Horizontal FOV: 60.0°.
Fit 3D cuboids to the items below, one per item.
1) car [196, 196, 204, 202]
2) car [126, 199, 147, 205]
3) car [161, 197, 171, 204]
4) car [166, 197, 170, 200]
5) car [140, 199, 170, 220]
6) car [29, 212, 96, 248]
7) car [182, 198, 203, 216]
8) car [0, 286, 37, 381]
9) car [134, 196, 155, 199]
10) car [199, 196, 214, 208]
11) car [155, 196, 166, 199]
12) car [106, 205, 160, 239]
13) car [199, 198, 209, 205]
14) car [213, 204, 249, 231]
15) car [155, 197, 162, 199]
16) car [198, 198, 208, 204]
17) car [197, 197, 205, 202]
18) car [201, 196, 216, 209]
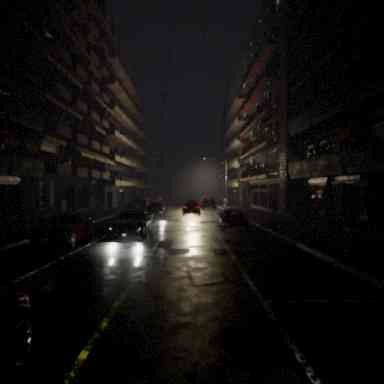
[{"bbox_3d":[2.251,1.997,94.649,2.008,1.369,4.403,-1,0,0],"label":"car"},{"bbox_3d":[-5.844,1.696,32.072,1.752,1.417,4.829,-1,0,0],"label":"car"},{"bbox_3d":[-6.051,1.947,77.559,1.947,1.339,4.313,-1,0,0],"label":"car"},{"bbox_3d":[-5.999,1.878,66.229,1.887,1.381,4.507,-1,0,0],"label":"car"},{"bbox_3d":[-3.231,1.666,30.307,1.837,1.490,4.892,0,-1,0],"label":"car"},{"bbox_3d":[-5.766,1.630,15.249,1.887,1.381,4.507,-1,0,0],"label":"car"},{"bbox_3d":[-0.047,1.708,35.198,1.812,1.442,4.674,0,0,0],"label":"car"},{"bbox_3d":[-3.106,1.582,2.866,1.994,1.385,4.181,0,0,0],"label":"car"},{"bbox_3d":[-5.874,1.515,37.908,2.192,1.841,5.009,-1,0,0],"label":"car"},{"bbox_3d":[2.395,1.591,54.999,2.192,1.841,5.009,-1,0,0],"label":"car"},{"bbox_3d":[-5.952,1.597,54.900,2.192,1.841,5.009,-1,0,0],"label":"car"},{"bbox_3d":[-3.165,1.646,18.218,2.033,1.411,5.357,0,0,0],"label":"car"},{"bbox_3d":[2.347,1.872,66.327,1.887,1.381,4.507,-1,0,0],"label":"car"},{"bbox_3d":[2.555,1.691,21.012,1.802,1.307,4.206,-1,0,0],"label":"car"},{"bbox_3d":[-5.922,1.800,49.236,1.887,1.381,4.507,-1,0,0],"label":"car"},{"bbox_3d":[2.327,1.918,71.991,1.947,1.339,4.313,-1,0,0],"label":"car"},{"bbox_3d":[2.279,1.989,88.984,1.947,1.339,4.313,-1,0,0],"label":"car"},{"bbox_3d":[2.421,1.565,49.334,2.192,1.841,5.009,-1,0,0],"label":"car"}]
